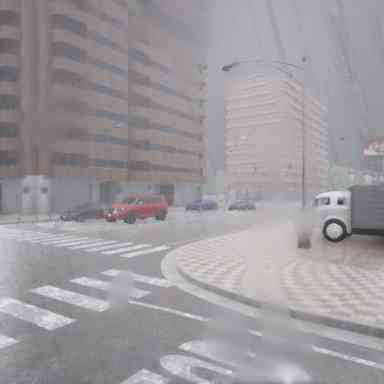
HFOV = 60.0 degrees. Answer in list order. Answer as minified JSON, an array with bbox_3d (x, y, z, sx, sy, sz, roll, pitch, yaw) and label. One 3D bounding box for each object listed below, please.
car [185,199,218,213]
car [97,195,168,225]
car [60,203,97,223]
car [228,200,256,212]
[{"bbox_3d":[1.189,1.530,38.888,1.882,1.535,5.008,0,0,36],"label":"car"},{"bbox_3d":[-4.133,1.274,25.394,2.150,2.045,5.566,0,0,35],"label":"car"},{"bbox_3d":[-7.943,1.579,26.087,1.812,1.442,4.674,0,0,36],"label":"car"},{"bbox_3d":[5.931,1.617,39.491,1.994,1.385,4.181,0,0,36],"label":"car"}]
